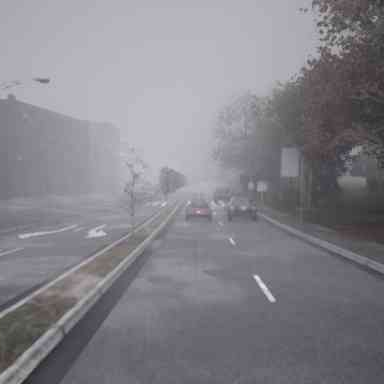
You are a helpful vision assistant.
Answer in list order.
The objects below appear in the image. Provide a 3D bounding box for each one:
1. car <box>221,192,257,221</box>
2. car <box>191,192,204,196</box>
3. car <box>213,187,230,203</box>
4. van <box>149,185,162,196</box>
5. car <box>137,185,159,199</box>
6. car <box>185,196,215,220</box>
[{"bbox_3d":[3.672,1.139,25.777,2.097,1.767,4.553,0,2,1],"label":"car"},{"bbox_3d":[0.811,0.766,42.541,2.033,1.411,5.357,0,2,1],"label":"car"},{"bbox_3d":[3.998,0.387,44.569,2.150,2.045,5.566,0,2,1],"label":"car"},{"bbox_3d":[-7.010,-0.276,63.530,1.878,1.987,4.442,0,2,1],"label":"van"},{"bbox_3d":[-7.263,0.077,52.534,2.435,2.045,5.566,0,2,1],"label":"car"},{"bbox_3d":[0.521,1.331,25.981,1.994,1.385,4.181,0,2,1],"label":"car"}]
